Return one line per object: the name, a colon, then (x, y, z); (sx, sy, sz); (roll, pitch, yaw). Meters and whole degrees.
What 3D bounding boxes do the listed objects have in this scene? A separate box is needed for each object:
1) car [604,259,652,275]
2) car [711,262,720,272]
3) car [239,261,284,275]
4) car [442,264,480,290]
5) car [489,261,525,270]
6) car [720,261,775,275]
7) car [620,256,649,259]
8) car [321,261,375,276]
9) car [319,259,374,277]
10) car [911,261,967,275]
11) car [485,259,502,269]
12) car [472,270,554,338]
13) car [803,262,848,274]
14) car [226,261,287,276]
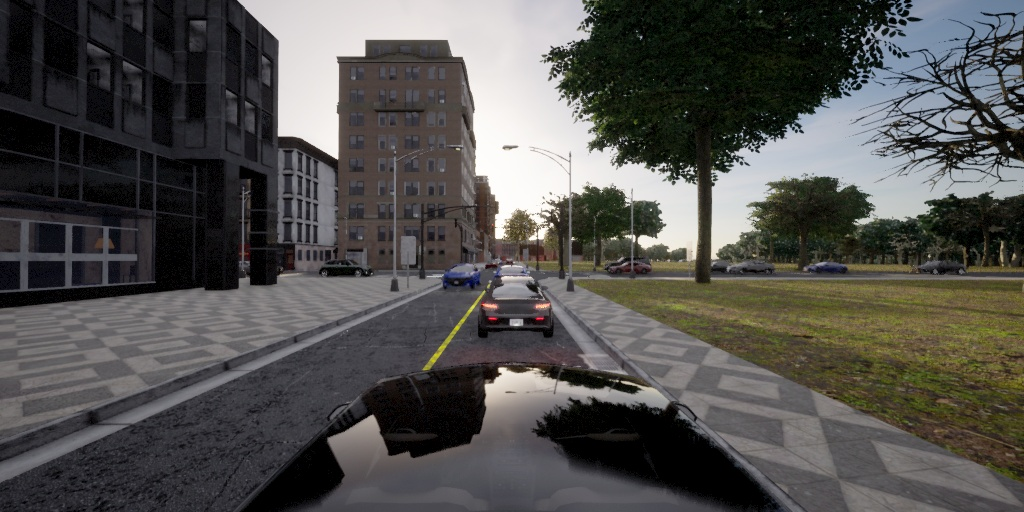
car: (13.165, 1.343, 40.095); (4.674, 1.442, 1.812); (0, -1, -3)
car: (24.740, 1.390, 43.414); (4.674, 1.442, 1.812); (0, -1, 0)
car: (-24.383, 1.216, 33.226); (4.902, 1.511, 2.128); (0, -1, 0)
car: (-3.118, 1.245, 22.901); (1.882, 1.535, 5.008); (0, 0, 1)
car: (-0.015, 1.241, 19.512); (1.882, 1.535, 5.008); (0, 0, 0)
car: (26.681, 1.320, 40.175); (4.902, 1.511, 2.128); (0, -1, 0)
car: (13.983, 1.075, 43.369); (5.566, 2.045, 2.150); (0, -1, 0)
car: (-16.628, 1.283, 36.519); (4.674, 1.442, 1.812); (0, -1, -2)
car: (-15.246, 1.074, 33.272); (4.553, 1.767, 2.097); (0, -1, 0)
car: (47.816, 1.287, 40.182); (4.892, 1.490, 1.837); (0, -1, 0)
car: (-3.084, 1.429, 56.196); (1.895, 1.301, 4.718); (0, 0, 1)
car: (0.076, 1.280, 10.123); (1.812, 1.442, 4.674); (0, 0, -1)
car: (37.961, 1.411, 43.461); (4.674, 1.442, 1.812); (0, -1, 0)
car: (-25.882, 1.266, 36.468); (4.892, 1.490, 1.837); (0, -1, 0)
